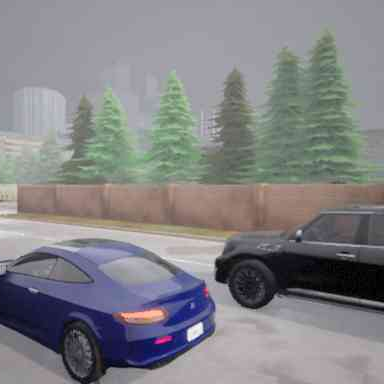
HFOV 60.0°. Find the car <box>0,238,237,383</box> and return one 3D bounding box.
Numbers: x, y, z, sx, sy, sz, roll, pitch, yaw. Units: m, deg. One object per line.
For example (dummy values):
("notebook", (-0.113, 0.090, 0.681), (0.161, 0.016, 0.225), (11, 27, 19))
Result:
("car", (-1.835, 1.480, 5.300), (4.674, 1.442, 1.812), (0, 0, 36))

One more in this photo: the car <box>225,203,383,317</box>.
("car", (3.115, 1.214, 6.070), (5.566, 2.045, 2.150), (1, 1, 35))
